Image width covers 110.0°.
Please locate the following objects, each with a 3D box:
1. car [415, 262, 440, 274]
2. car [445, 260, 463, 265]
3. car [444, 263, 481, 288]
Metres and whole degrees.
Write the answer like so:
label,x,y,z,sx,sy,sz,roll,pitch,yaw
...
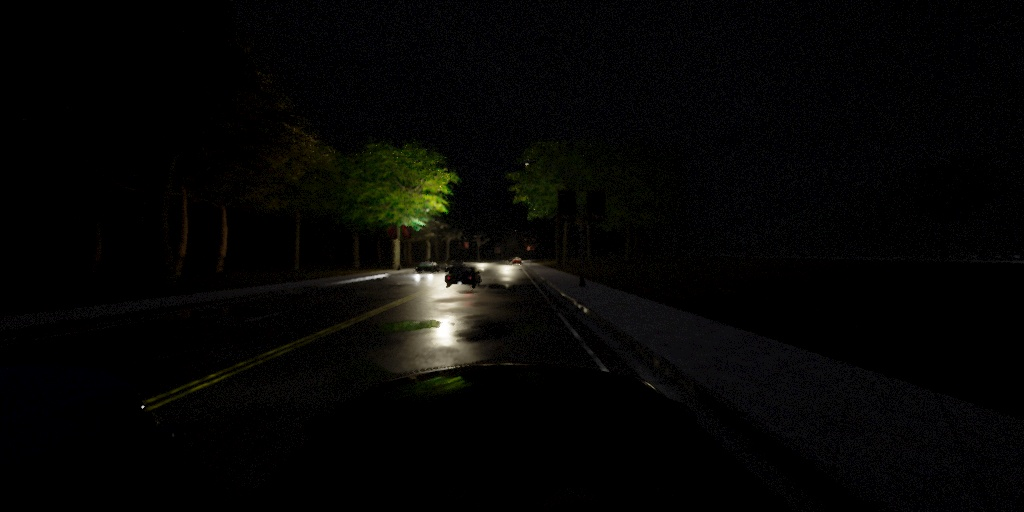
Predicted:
label,x,y,z,sx,sy,sz,roll,pitch,yaw
car,-9.826,1.338,41.865,1.895,1.301,4.718,0,0,0
car,-6.575,1.242,41.545,1.837,1.490,4.892,0,0,0
car,-3.143,1.346,23.772,1.895,1.301,4.718,0,0,0
